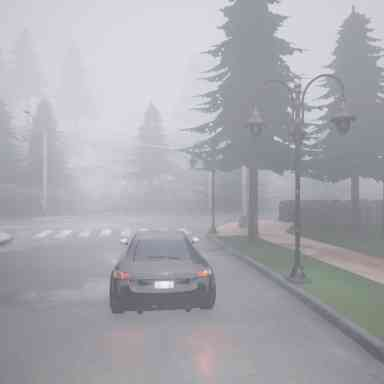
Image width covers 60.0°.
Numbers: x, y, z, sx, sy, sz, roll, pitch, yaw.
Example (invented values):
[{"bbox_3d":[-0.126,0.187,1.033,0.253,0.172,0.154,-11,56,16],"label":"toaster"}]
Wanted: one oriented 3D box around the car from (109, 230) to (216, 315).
[{"bbox_3d":[-0.725,1.564,7.709,1.994,1.385,4.181,0,0,-7],"label":"car"}]
